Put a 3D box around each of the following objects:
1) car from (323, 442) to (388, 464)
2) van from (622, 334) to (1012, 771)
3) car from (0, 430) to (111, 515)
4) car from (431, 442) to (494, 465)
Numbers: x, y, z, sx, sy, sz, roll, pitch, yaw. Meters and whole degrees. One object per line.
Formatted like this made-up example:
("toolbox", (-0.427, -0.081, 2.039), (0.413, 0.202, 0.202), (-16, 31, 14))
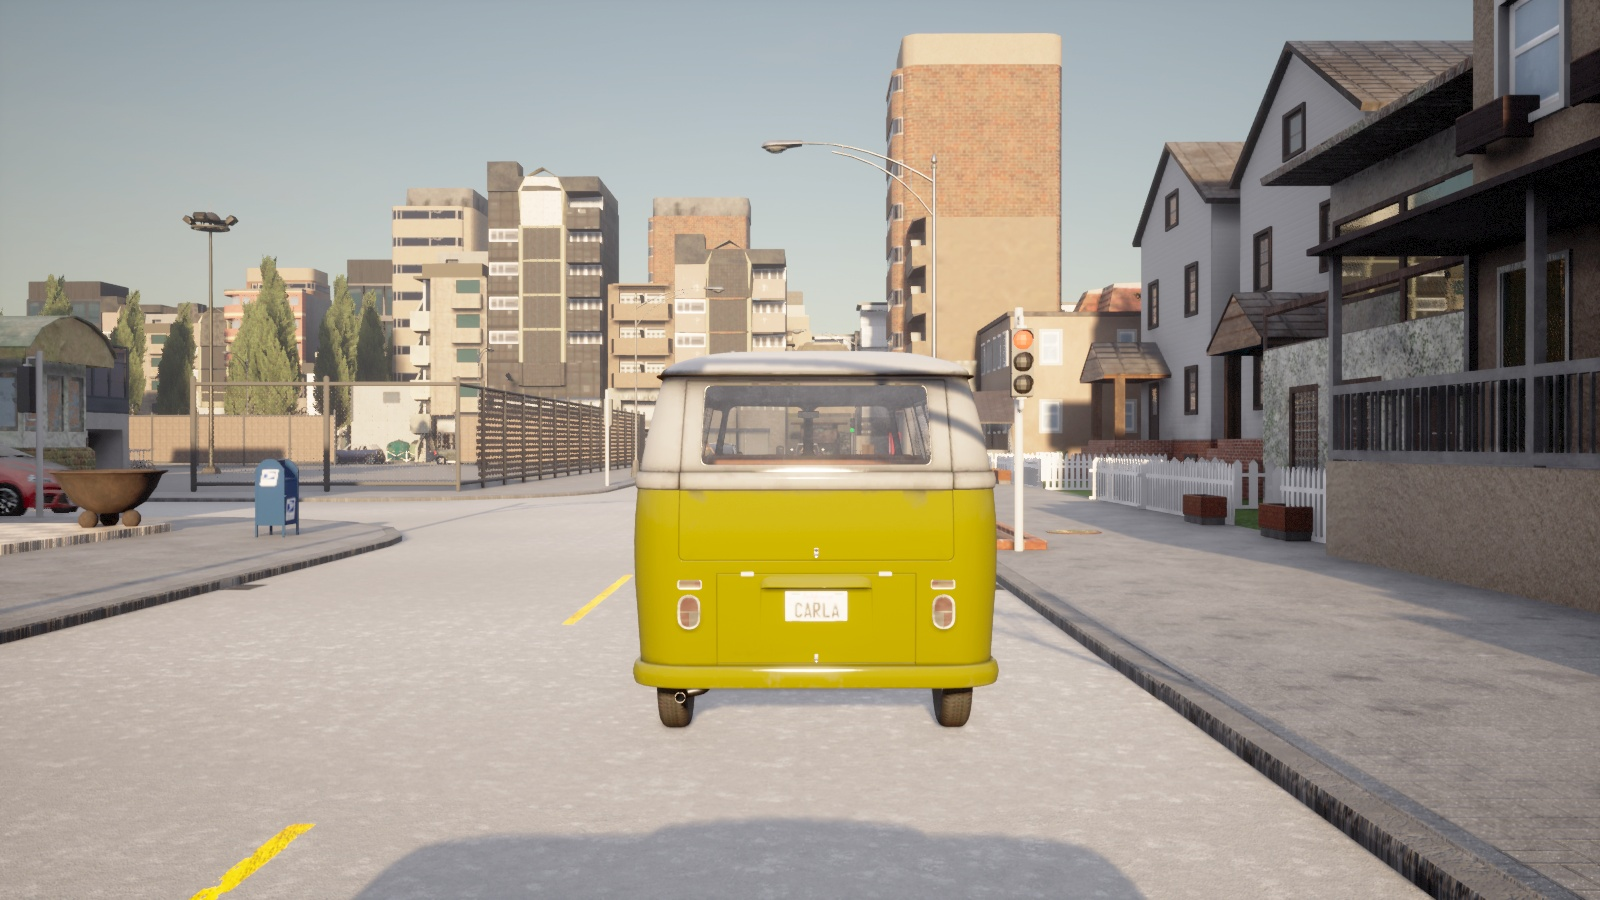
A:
("car", (-30.965, 0.193, 87.498), (3.806, 1.475, 1.970), (0, 0, 0))
("van", (0.070, 0.454, 7.932), (1.775, 1.987, 4.442), (0, 0, 0))
("car", (-17.102, 0.431, 25.859), (4.611, 1.667, 2.242), (0, 0, 0))
("car", (-22.380, 0.236, 83.458), (3.705, 1.549, 1.789), (0, 0, 0))
